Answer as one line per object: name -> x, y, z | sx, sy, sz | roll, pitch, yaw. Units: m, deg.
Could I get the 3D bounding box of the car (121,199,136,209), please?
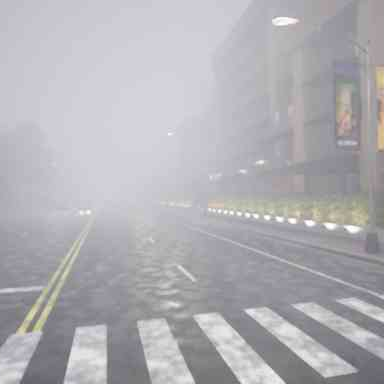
car -> -10.834, 2.180, 57.972 | 1.812, 1.442, 4.674 | -1, -1, -14

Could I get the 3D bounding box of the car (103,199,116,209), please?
car -> -14.434, 2.062, 57.917 | 2.097, 1.767, 4.553 | -1, 0, -14

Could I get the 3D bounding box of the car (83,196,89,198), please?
car -> -21.252, 2.270, 69.930 | 2.097, 1.767, 4.553 | -1, 0, -15

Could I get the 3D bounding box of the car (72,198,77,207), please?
car -> -24.624, 2.511, 68.999 | 1.994, 1.385, 4.181 | -1, 0, -15

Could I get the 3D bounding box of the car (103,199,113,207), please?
car -> -17.996, 2.354, 71.323 | 1.882, 1.535, 5.008 | -1, 0, -15

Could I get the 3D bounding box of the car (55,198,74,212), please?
car -> -20.498, 2.237, 52.858 | 1.882, 1.535, 5.008 | -1, 0, -14

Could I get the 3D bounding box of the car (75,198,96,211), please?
car -> -17.116, 2.207, 53.759 | 2.128, 1.511, 4.902 | -1, 0, -14
